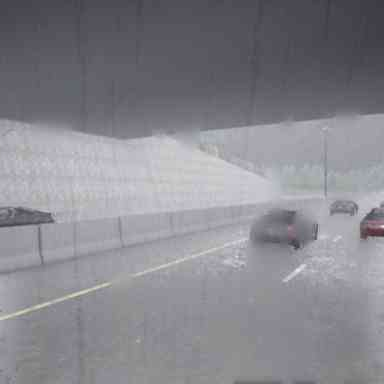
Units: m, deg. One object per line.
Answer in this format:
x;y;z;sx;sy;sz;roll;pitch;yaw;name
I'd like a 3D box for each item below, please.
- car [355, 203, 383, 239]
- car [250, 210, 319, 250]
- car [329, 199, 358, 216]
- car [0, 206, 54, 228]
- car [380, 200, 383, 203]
9.284;1.441;15.954;1.994;1.385;4.181;0;1;32;car
4.033;1.455;14.121;1.994;1.385;4.181;0;0;32;car
13.428;1.323;29.310;2.033;1.411;5.357;0;0;32;car
-8.400;1.382;14.369;2.128;1.511;4.902;0;1;32;car
19.354;1.317;32.237;1.994;1.385;4.181;0;0;32;car
